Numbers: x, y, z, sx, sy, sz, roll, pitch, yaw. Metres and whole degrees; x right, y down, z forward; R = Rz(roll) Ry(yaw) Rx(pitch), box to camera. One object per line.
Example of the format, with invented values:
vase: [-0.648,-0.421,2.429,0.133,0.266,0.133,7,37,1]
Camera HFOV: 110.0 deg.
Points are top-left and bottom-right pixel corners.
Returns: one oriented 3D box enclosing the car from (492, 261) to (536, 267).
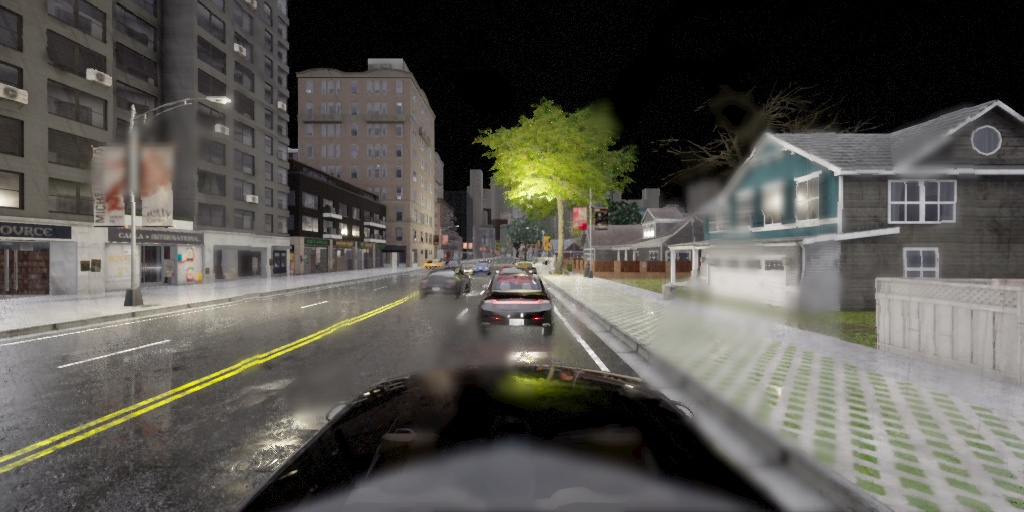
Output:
car: [0.119,1.219,19.828,1.882,1.535,5.008,0,0,0]

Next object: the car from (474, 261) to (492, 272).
car: [-3.114,1.267,38.206,2.033,1.411,5.357,0,0,0]

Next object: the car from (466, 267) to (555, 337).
car: [0.112,1.239,10.324,2.128,1.511,4.902,0,0,0]

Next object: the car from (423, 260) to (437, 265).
car: [-9.805,1.188,44.827,1.882,1.535,5.008,0,0,0]

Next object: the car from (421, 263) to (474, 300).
car: [-3.132,1.269,17.473,1.812,1.442,4.674,0,0,0]

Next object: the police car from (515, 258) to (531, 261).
police car: [1.004,1.156,29.557,1.930,1.638,5.238,0,0,0]

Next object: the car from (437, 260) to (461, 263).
car: [-6.561,1.224,39.605,1.837,1.490,4.892,0,0,0]
